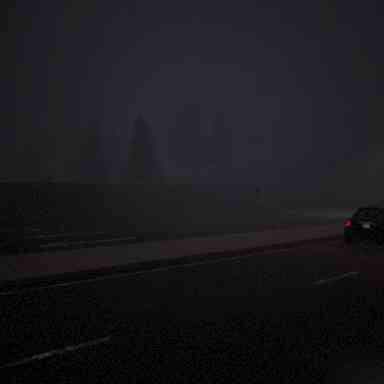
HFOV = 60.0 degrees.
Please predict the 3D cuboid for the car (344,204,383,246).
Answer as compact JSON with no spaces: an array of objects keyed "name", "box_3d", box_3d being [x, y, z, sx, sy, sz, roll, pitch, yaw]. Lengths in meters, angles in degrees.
[{"name":"car","box_3d":[8.481,1.351,14.094,4.553,1.767,2.097,0,0,-35]}]
